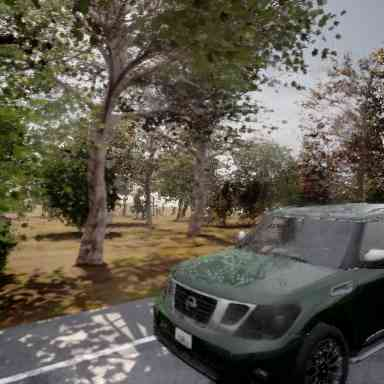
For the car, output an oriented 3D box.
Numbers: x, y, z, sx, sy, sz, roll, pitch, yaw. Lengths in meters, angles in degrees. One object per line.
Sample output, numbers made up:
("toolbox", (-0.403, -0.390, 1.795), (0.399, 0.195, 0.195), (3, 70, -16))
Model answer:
("car", (2.156, 1.232, 5.219), (5.566, 2.045, 2.150), (0, 0, -35))
